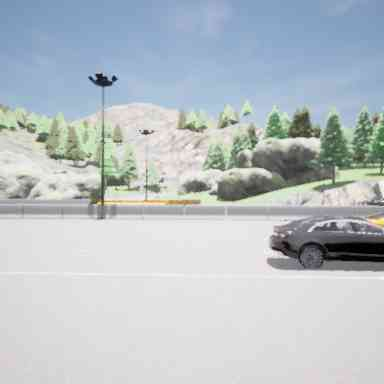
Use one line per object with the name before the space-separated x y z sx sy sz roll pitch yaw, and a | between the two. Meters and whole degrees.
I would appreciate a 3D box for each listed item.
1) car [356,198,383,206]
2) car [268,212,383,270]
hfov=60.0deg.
car | 23.601 1.528 42.326 4.902 1.511 2.128 0 0 14
car | 4.883 1.497 10.369 4.902 1.511 2.128 0 0 3
